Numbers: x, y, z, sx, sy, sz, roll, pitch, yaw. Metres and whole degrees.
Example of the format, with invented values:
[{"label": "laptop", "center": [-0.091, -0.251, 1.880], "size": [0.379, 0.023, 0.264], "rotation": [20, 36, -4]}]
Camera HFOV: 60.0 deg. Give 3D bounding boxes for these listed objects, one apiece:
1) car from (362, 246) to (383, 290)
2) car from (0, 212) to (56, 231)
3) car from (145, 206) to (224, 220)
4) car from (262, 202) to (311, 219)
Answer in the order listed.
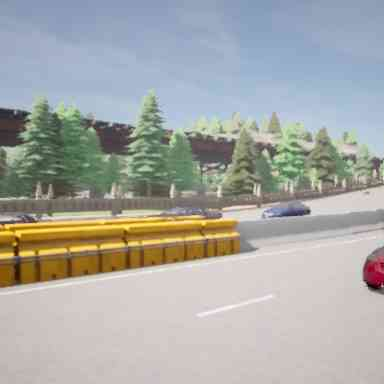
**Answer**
[{"label": "car", "center": [5.972, 1.615, 8.018], "size": [4.181, 1.385, 1.994], "rotation": [0, 0, -36]}, {"label": "car", "center": [-8.581, 1.610, 15.032], "size": [4.718, 1.301, 1.895], "rotation": [0, 0, -35]}, {"label": "car", "center": [-0.416, 1.611, 20.783], "size": [5.357, 1.411, 2.033], "rotation": [0, 0, -36]}, {"label": "car", "center": [7.648, 1.528, 26.599], "size": [4.674, 1.442, 1.812], "rotation": [-2, 1, -36]}]
